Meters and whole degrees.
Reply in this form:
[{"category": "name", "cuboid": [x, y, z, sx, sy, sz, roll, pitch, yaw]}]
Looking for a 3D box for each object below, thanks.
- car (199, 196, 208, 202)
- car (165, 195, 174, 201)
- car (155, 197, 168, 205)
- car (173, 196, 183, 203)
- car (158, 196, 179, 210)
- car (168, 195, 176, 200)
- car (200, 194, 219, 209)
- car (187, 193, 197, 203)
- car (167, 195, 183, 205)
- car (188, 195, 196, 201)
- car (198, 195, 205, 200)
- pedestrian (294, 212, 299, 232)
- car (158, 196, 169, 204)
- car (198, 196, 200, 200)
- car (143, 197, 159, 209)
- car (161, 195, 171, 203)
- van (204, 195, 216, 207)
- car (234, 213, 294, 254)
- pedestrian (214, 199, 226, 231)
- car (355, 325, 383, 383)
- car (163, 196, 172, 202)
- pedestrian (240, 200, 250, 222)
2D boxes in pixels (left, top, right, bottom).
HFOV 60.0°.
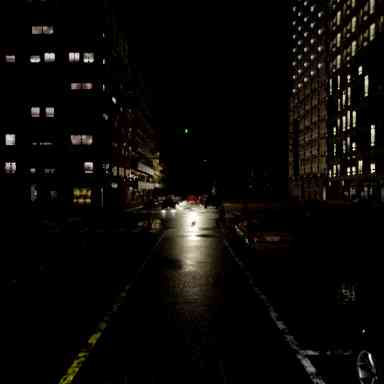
[{"category": "car", "cuboid": [2.694, 1.624, 78.795, 1.887, 1.381, 4.507, 0, 0, 0]}, {"category": "car", "cuboid": [-5.686, 1.531, 84.323, 1.967, 1.590, 4.097, 0, 0, 0]}, {"category": "car", "cuboid": [-5.688, 1.598, 62.216, 2.008, 1.369, 4.403, 0, 0, 0]}, {"category": "car", "cuboid": [-2.993, 1.592, 72.364, 2.128, 1.511, 4.902, 0, 0, 0]}, {"category": "car", "cuboid": [-3.118, 1.570, 44.544, 2.033, 1.411, 5.357, 0, 0, -4]}, {"category": "car", "cuboid": [-5.684, 1.640, 95.206, 1.752, 1.417, 4.829, 0, 0, 0]}, {"category": "car", "cuboid": [2.690, 1.339, 45.636, 2.192, 1.841, 5.009, 0, 0, 0]}, {"category": "car", "cuboid": [0.007, 1.296, 74.442, 2.150, 2.045, 5.566, 0, 0, 0]}, {"category": "car", "cuboid": [-3.075, 1.586, 57.277, 2.033, 1.411, 5.357, 0, 0, 0]}, {"category": "car", "cuboid": [0.009, 1.545, 84.829, 2.033, 1.411, 5.357, 0, 0, 0]}, {"category": "car", "cuboid": [2.696, 1.641, 95.545, 1.752, 1.417, 4.829, 0, 0, 0]}, {"category": "pedestrian", "cuboid": [5.597, 1.525, 17.597, 0.500, 1.100, 0.500, 0, 0, 0]}, {"category": "car", "cuboid": [-5.687, 1.602, 67.742, 1.887, 1.381, 4.507, 0, 0, 0]}, {"category": "car", "cuboid": [2.692, 1.373, 67.741, 2.192, 1.841, 5.009, 0, 0, 0]}, {"category": "car", "cuboid": [-5.689, 1.575, 45.636, 2.008, 1.369, 4.403, 0, 0, 0]}, {"category": "car", "cuboid": [-5.687, 1.509, 73.270, 1.967, 1.590, 4.097, 0, 0, 0]}, {"category": "van", "cuboid": [2.690, 1.372, 51.162, 1.690, 1.788, 3.998, 0, 0, 0]}, {"category": "car", "cuboid": [2.688, 1.527, 13.393, 1.752, 1.417, 4.829, 0, 0, 0]}, {"category": "pedestrian", "cuboid": [1.617, 1.301, 19.103, 0.375, 1.860, 0.375, 0, 0, 0]}, {"category": "car", "cuboid": [2.686, 1.566, 1.957, 1.947, 1.339, 4.313, 0, 0, 0]}, {"category": "car", "cuboid": [-5.686, 1.661, 78.796, 1.802, 1.307, 4.206, 0, 0, 0]}, {"category": "pedestrian", "cuboid": [3.010, 1.298, 18.588, 0.375, 1.860, 0.375, 0, 0, 0]}]
